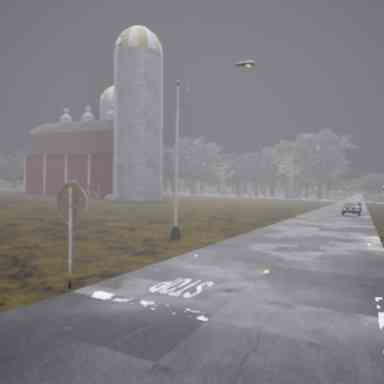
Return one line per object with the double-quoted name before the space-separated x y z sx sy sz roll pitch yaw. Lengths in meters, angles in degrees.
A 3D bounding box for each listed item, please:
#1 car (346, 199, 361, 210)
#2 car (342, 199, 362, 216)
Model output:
"car" 24.021 1.811 49.287 1.882 1.535 5.008 1 0 27
"car" 17.353 1.797 36.175 2.033 1.411 5.357 1 0 27
